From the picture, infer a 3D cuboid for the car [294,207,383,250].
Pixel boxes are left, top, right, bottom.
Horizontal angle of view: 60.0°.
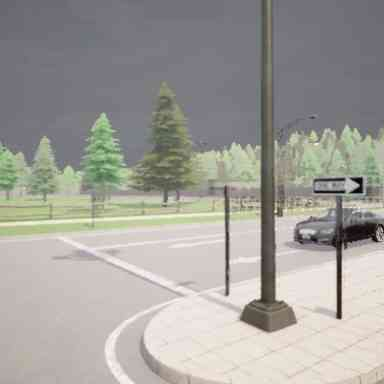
[{"bbox_3d":[6.321,1.416,14.025,4.902,1.511,2.128,0,0,-35],"label":"car"}]
